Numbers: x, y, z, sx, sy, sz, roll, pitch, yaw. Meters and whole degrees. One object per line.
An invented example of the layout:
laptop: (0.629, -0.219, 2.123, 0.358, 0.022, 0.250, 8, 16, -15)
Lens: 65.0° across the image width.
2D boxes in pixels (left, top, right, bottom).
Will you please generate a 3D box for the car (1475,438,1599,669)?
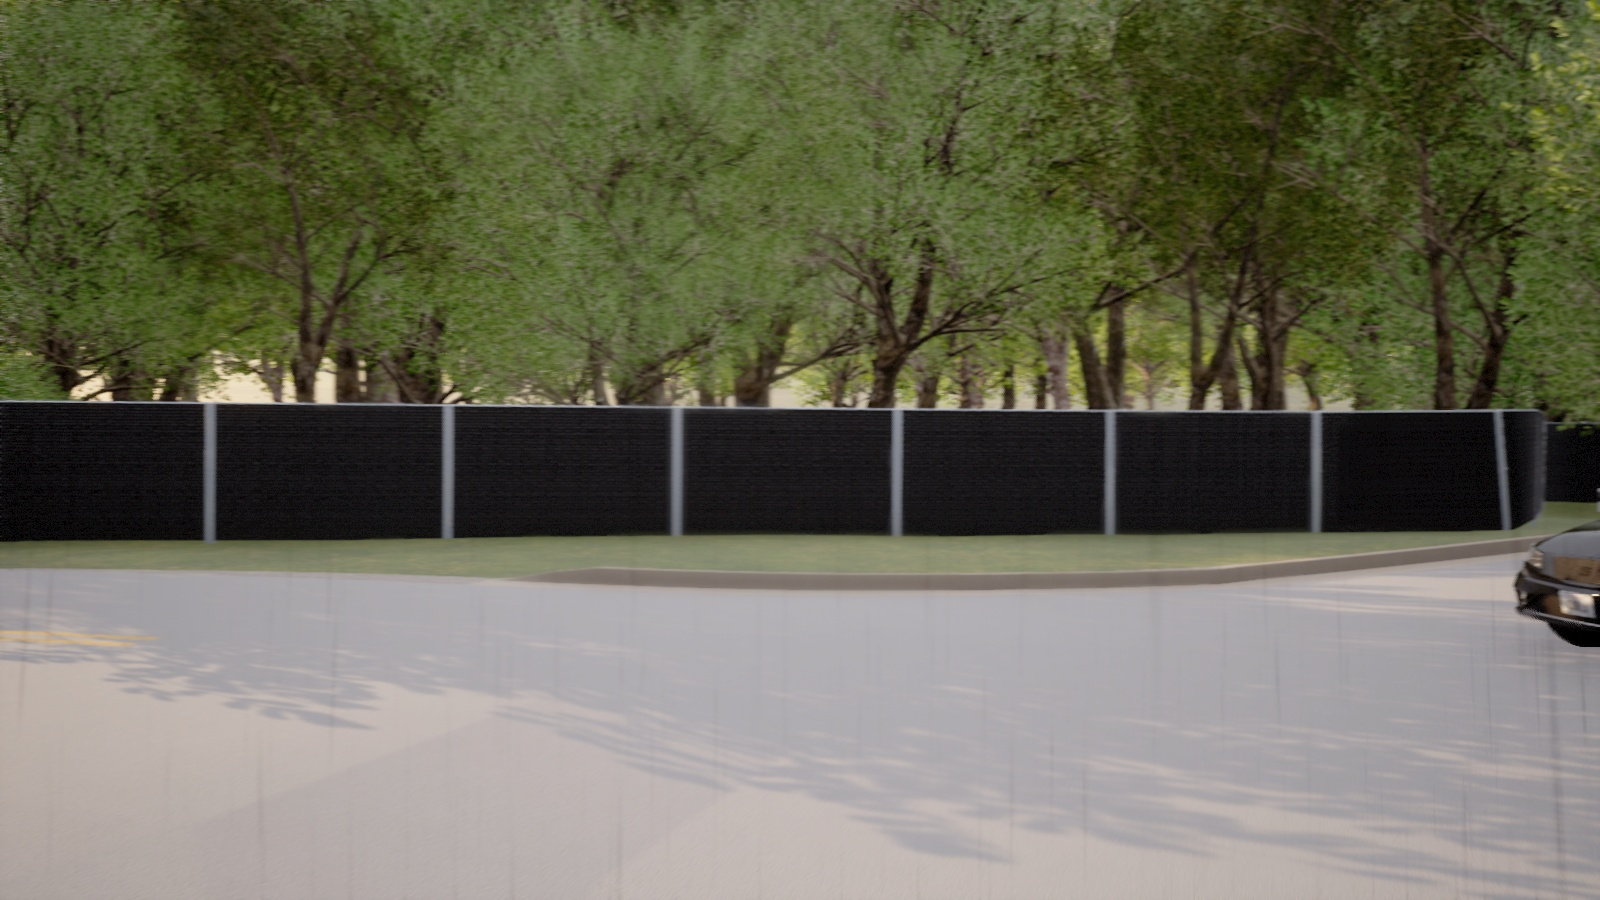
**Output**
car: (7.223, 0.621, 8.729, 4.193, 1.474, 1.816, -2, 1, -9)

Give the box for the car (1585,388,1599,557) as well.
car: (11.114, 0.098, 13.114, 4.605, 1.855, 1.932, -4, 1, -4)
